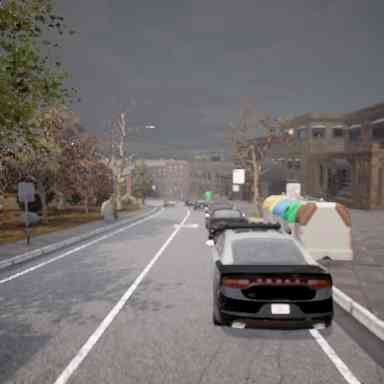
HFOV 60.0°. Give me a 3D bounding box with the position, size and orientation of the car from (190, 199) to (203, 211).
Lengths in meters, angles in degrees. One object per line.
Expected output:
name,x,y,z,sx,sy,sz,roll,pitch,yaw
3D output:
car,1.167,1.775,46.153,1.812,1.442,4.674,-1,0,-4

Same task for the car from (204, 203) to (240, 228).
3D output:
car,1.736,1.573,17.223,1.882,1.535,5.008,0,0,2

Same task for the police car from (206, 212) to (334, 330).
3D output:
police car,1.352,1.464,7.292,1.930,1.638,5.238,0,0,2

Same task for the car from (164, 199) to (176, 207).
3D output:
car,-4.118,2.025,61.332,1.895,1.301,4.718,-1,0,-10

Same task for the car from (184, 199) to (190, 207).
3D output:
car,-0.135,1.891,59.504,1.994,1.385,4.181,-1,0,-10

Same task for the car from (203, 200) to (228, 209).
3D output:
car,1.967,1.479,23.215,2.097,1.767,4.553,0,0,2
